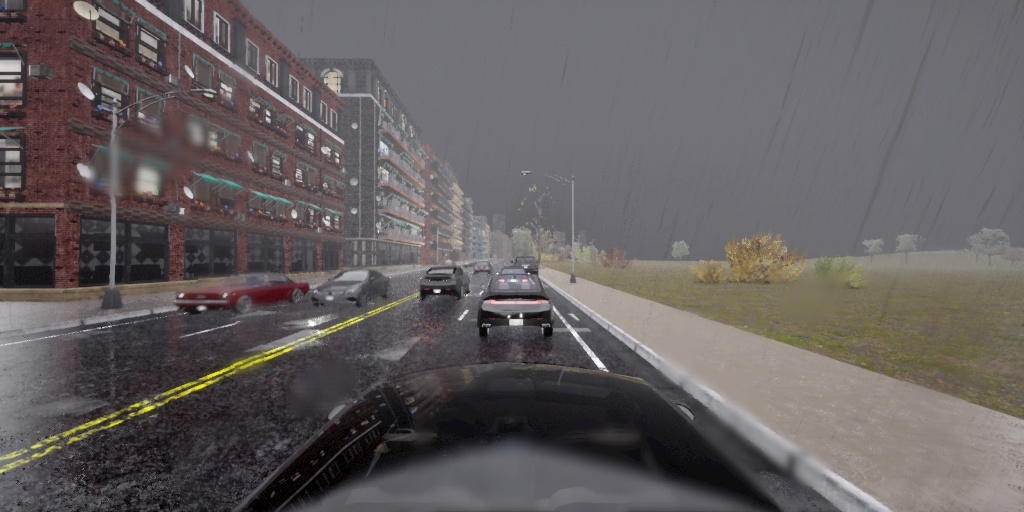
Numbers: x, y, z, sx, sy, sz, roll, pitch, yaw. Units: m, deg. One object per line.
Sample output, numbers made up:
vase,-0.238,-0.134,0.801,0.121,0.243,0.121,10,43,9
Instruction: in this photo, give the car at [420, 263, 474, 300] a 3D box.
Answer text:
car,-3.180,1.257,17.648,1.837,1.490,4.892,0,-1,0

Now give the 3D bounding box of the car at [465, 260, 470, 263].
car,-6.695,1.306,57.599,2.033,1.411,5.357,0,0,0

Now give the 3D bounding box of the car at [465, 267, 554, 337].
car,0.085,1.244,10.299,2.128,1.511,4.902,0,0,0

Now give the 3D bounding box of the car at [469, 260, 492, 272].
car,-3.224,1.305,40.543,2.033,1.411,5.357,0,0,0

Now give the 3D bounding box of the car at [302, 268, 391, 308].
car,-6.639,1.279,15.395,1.812,1.442,4.674,0,0,0

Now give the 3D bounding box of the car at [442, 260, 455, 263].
car,-9.943,1.284,56.073,1.812,1.442,4.674,0,0,0

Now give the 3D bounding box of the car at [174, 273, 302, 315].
car,-9.871,1.354,13.623,1.895,1.301,4.718,0,0,0

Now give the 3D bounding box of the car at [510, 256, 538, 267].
car,1.082,0.982,30.951,2.150,2.045,5.566,0,0,0

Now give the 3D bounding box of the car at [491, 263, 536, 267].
car,0.068,1.302,20.739,2.033,1.411,5.357,0,0,0
